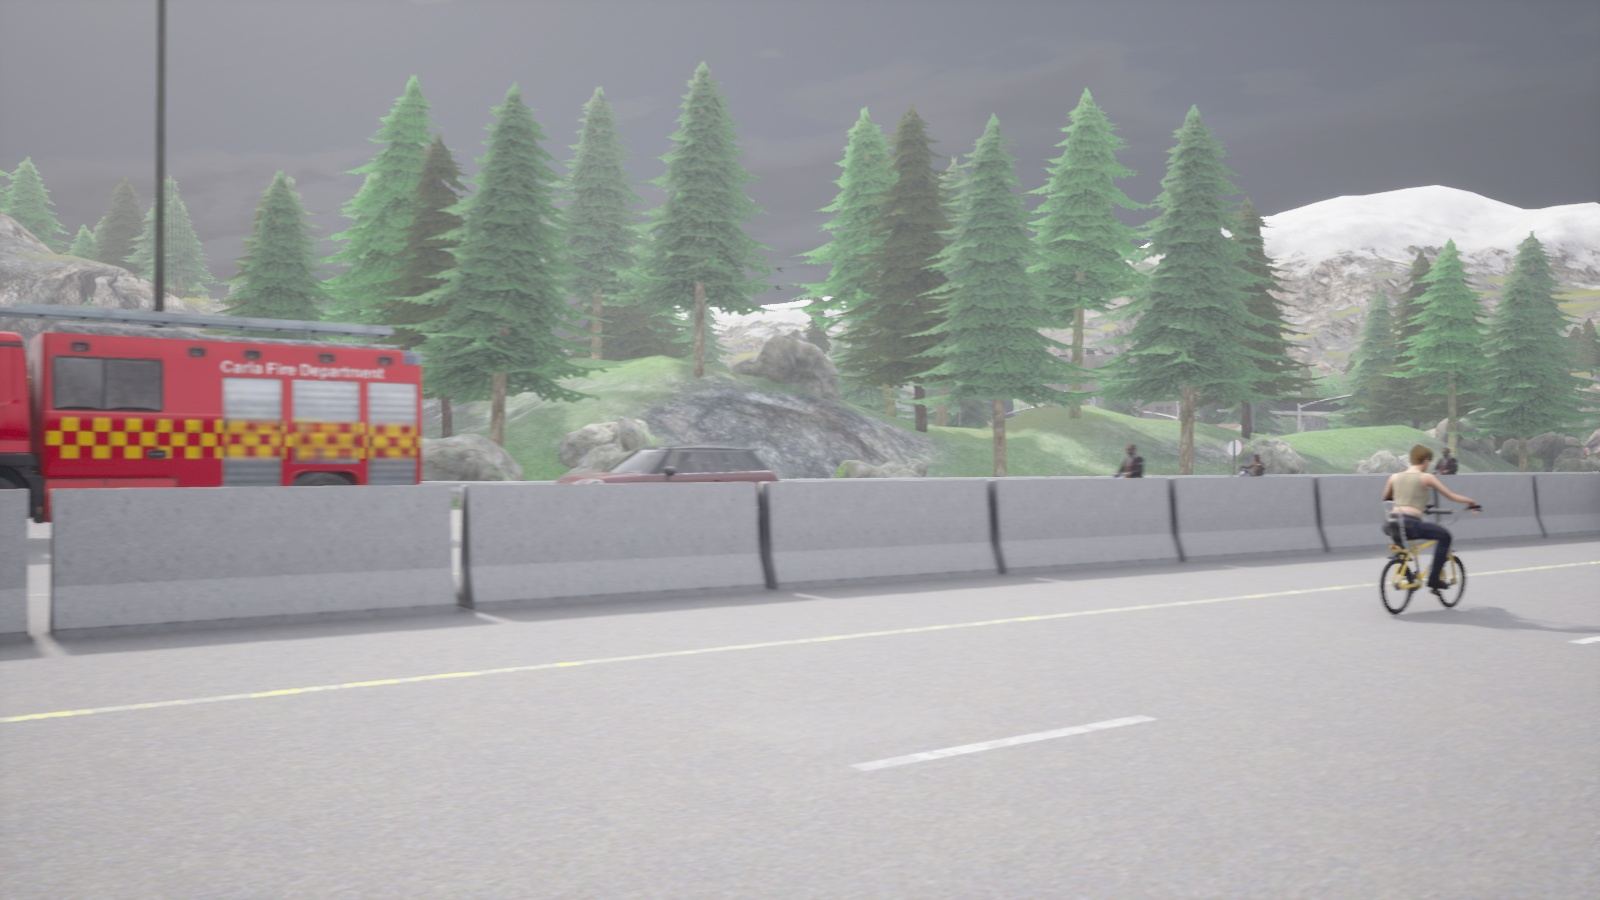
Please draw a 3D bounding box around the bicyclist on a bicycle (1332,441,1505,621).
[{"bbox_3d":[5.948,0.730,12.067,1.509,1.612,0.866,0,0,-35],"label":"bicyclist on a bicycle"}]

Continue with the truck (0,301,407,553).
[{"bbox_3d":[-11.367,-0.335,21.337,8.468,3.827,2.891,0,0,-35],"label":"truck"}]

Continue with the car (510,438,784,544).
[{"bbox_3d":[-2.759,0.695,23.059,4.553,1.767,2.097,0,0,-35],"label":"car"}]

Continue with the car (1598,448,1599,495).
[{"bbox_3d":[32.241,0.798,47.298,4.553,1.767,2.097,0,0,-35],"label":"car"}]
